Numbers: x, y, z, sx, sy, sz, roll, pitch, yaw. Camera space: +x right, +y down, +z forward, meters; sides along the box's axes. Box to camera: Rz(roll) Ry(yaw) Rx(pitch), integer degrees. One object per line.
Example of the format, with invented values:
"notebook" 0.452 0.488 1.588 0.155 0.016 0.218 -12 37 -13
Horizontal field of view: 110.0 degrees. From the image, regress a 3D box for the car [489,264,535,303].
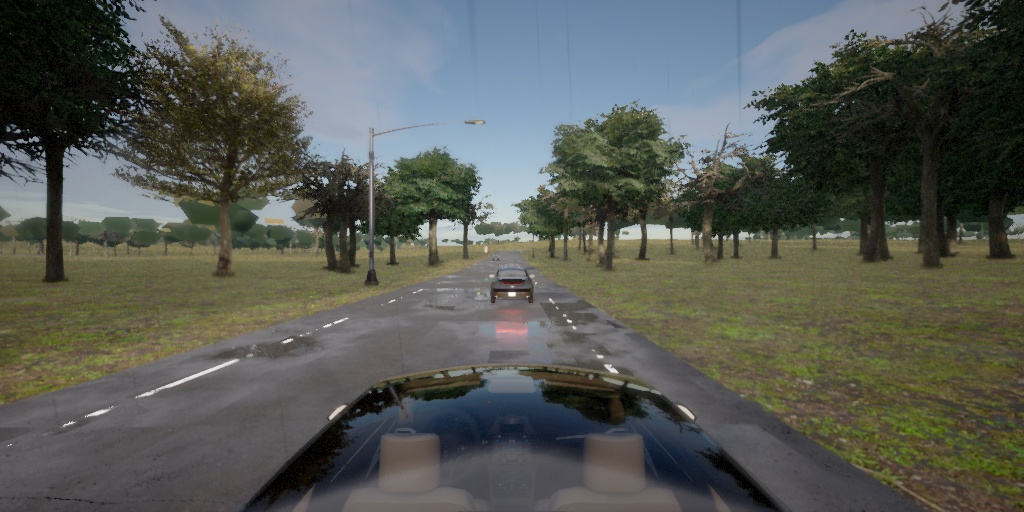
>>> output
"car" 0.000 1.249 16.501 1.837 1.490 4.892 0 0 0
